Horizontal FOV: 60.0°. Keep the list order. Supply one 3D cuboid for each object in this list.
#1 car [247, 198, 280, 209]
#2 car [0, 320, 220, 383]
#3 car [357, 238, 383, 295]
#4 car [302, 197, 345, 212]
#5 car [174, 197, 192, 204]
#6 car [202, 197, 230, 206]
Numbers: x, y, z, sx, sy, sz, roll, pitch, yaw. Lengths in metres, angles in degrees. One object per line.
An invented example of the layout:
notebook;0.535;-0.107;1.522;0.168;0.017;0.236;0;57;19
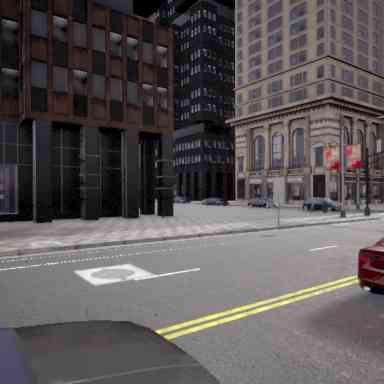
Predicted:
car;9.708;1.525;45.412;2.128;1.511;4.902;0;0;-35
car;-2.275;1.547;1.821;5.357;1.411;2.033;0;0;-35
car;5.737;1.477;7.541;5.008;1.535;1.882;0;0;-36
car;14.988;1.376;37.949;2.097;1.767;4.553;0;0;-35
car;-2.253;1.608;62.393;2.033;1.411;5.357;0;0;-35
car;3.735;1.594;53.863;2.033;1.411;5.357;0;0;-35
